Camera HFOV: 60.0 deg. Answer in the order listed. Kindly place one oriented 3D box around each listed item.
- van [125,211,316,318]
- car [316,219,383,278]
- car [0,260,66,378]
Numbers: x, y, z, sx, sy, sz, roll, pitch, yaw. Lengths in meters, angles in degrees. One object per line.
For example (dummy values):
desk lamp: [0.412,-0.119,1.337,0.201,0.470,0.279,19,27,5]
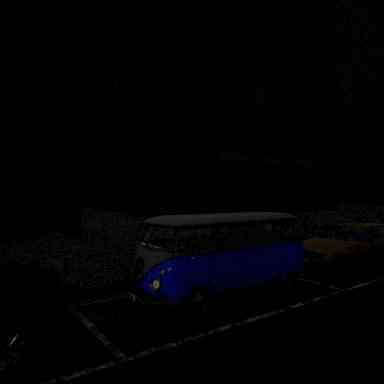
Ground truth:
van: [0.646,1.341,7.116,3.998,1.788,1.690,0,0,-36]
car: [4.933,1.525,10.177,4.829,1.417,1.752,0,0,-36]
car: [-3.779,1.566,3.956,4.313,1.339,1.947,0,0,-36]
